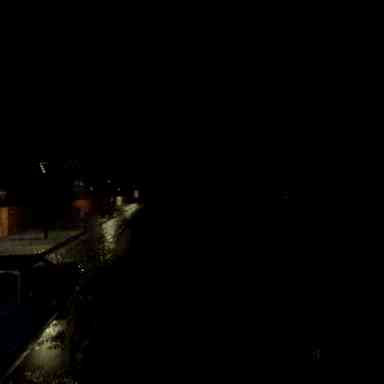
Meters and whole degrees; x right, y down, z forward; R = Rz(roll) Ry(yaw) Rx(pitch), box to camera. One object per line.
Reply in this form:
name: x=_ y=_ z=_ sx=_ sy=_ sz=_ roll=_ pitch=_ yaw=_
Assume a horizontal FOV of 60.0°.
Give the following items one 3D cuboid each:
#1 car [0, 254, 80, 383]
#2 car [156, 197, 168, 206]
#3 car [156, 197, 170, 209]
car: x=-3.072 y=1.688 z=4.670 sx=1.895 sy=1.301 sz=4.718 roll=-2 pitch=0 yaw=-5
car: x=-5.658 y=1.692 z=63.320 sx=2.128 sy=1.511 sz=4.902 roll=-2 pitch=0 yaw=-5
car: x=-4.098 y=1.668 z=47.127 sx=1.812 sy=1.442 sz=4.674 roll=-2 pitch=0 yaw=-5
